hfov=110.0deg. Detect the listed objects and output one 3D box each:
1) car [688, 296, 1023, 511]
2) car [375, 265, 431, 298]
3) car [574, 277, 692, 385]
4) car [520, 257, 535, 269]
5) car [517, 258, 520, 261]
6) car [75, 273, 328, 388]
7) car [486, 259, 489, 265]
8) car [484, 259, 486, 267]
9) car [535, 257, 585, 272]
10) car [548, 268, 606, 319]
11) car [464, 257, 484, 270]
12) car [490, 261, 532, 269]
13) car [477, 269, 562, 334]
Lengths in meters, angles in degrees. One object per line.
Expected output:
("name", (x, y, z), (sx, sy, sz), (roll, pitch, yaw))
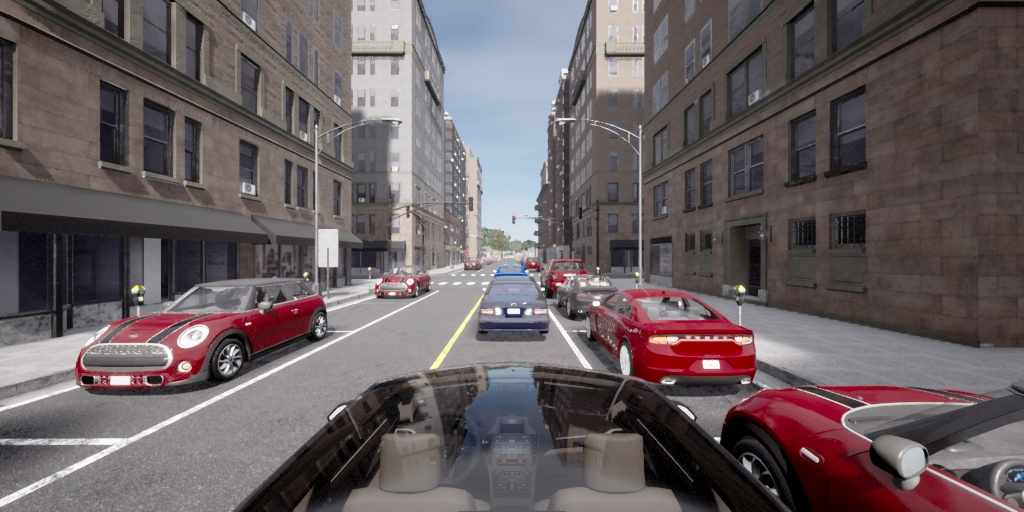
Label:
("car", (2.642, 1.190, 1.279), (1.967, 1.591, 4.097), (0, 0, 0))
("car", (-5.445, 1.189, 18.296), (1.967, 1.591, 4.097), (0, 0, 0))
("car", (2.621, 1.295, 6.961), (1.888, 1.381, 4.507), (0, 0, 0))
("car", (2.546, 1.062, 45.381), (2.192, 1.841, 5.009), (0, 0, 0))
("car", (2.474, 1.060, 61.893), (2.192, 1.841, 5.009), (0, 0, 0))
("car", (-5.404, 1.190, 6.931), (1.967, 1.591, 4.097), (0, 0, 0))
("car", (-5.628, 1.296, 61.862), (2.007, 1.370, 4.403), (0, 0, 0))
("car", (-5.610, 1.312, 56.358), (1.948, 1.339, 4.313), (0, 0, 0))
("car", (2.580, 1.064, 18.325), (2.192, 1.841, 5.009), (0, 0, 0))
("car", (2.601, 1.300, 12.643), (2.007, 1.370, 4.403), (0, 0, 0))
("car", (-5.593, 1.061, 50.855), (2.192, 1.841, 5.009), (0, 0, 0))
("car", (-0.064, 1.227, 20.436), (1.882, 1.535, 5.008), (0, 0, 0))
("car", (0.047, 1.297, 10.617), (2.033, 1.411, 5.357), (0, 0, 0))
